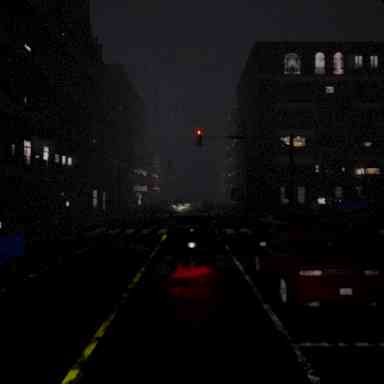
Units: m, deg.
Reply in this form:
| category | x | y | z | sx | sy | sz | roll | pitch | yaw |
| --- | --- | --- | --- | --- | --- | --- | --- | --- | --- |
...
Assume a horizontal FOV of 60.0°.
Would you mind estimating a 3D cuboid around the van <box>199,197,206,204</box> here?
| category | x | y | z | sx | sy | sz | roll | pitch | yaw |
| --- | --- | --- | --- | --- | --- | --- | --- | --- | --- |
| van | 2.732 | 2.195 | 84.670 | 1.690 | 1.788 | 3.998 | -1 | -1 | 0 |

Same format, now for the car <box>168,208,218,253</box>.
| category | x | y | z | sx | sy | sz | roll | pitch | yaw |
| --- | --- | --- | --- | --- | --- | --- | --- | --- | --- |
| car | 0.036 | 1.646 | 14.296 | 1.837 | 1.490 | 4.892 | 0 | 0 | 1 |

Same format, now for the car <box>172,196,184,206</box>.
| category | x | y | z | sx | sy | sz | roll | pitch | yaw |
| --- | --- | --- | --- | --- | --- | --- | --- | --- | --- |
| car | -2.957 | 1.951 | 72.918 | 2.150 | 2.045 | 5.566 | 0 | -1 | 0 |

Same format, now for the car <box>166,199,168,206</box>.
| category | x | y | z | sx | sy | sz | roll | pitch | yaw |
| --- | --- | --- | --- | --- | --- | --- | --- | --- | --- |
| car | -5.663 | 2.129 | 57.040 | 1.947 | 1.339 | 4.313 | 0 | -1 | 0 |

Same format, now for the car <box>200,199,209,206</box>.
| category | x | y | z | sx | sy | sz | roll | pitch | yaw |
| --- | --- | --- | --- | --- | --- | --- | --- | --- | --- |
| car | 2.728 | 2.287 | 73.613 | 2.008 | 1.369 | 4.403 | -1 | -1 | 0 |

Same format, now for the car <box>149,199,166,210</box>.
| category | x | y | z | sx | sy | sz | roll | pitch | yaw |
| --- | --- | --- | --- | --- | --- | --- | --- | --- | --- |
| car | -5.666 | 2.057 | 51.513 | 2.008 | 1.369 | 4.403 | 0 | -1 | 0 |

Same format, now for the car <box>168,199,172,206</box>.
| category | x | y | z | sx | sy | sz | roll | pitch | yaw |
| --- | --- | --- | --- | --- | --- | --- | --- | --- | --- |
| car | -5.657 | 2.118 | 68.097 | 1.967 | 1.590 | 4.097 | -1 | -1 | 0 |

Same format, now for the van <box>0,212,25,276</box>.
| category | x | y | z | sx | sy | sz | roll | pitch | yaw |
| --- | --- | --- | --- | --- | --- | --- | --- | --- | --- |
| van | -5.694 | 1.418 | 8.041 | 1.690 | 1.788 | 3.998 | 0 | -1 | 0 |

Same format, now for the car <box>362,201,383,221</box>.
| category | x | y | z | sx | sy | sz | roll | pitch | yaw |
| --- | --- | --- | --- | --- | --- | --- | --- | --- | --- |
| car | 15.778 | 1.573 | 25.224 | 4.313 | 1.339 | 1.947 | -1 | 1 | -1 |

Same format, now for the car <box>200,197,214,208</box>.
| category | x | y | z | sx | sy | sz | roll | pitch | yaw |
| --- | --- | --- | --- | --- | --- | --- | --- | --- | --- |
| car | 2.716 | 2.004 | 57.031 | 1.967 | 1.590 | 4.097 | -1 | -1 | 0 |

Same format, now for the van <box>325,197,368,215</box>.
| category | x | y | z | sx | sy | sz | roll | pitch | yaw |
| --- | --- | --- | --- | --- | --- | --- | --- | --- | --- |
| van | 15.662 | 1.360 | 33.600 | 3.998 | 1.788 | 1.690 | -1 | 1 | -1 |

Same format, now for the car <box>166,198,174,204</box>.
| category | x | y | z | sx | sy | sz | roll | pitch | yaw |
| --- | --- | --- | --- | --- | --- | --- | --- | --- | --- |
| car | -5.646 | 2.377 | 84.509 | 1.752 | 1.417 | 4.829 | -1 | -1 | 0 |

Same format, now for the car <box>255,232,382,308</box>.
| category | x | y | z | sx | sy | sz | roll | pitch | yaw |
| --- | --- | --- | --- | --- | --- | --- | --- | --- | --- |
| car | 2.688 | 1.622 | 8.033 | 1.887 | 1.381 | 4.507 | 0 | -1 | 0 |

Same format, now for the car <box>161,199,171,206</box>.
| category | x | y | z | sx | sy | sz | roll | pitch | yaw |
| --- | --- | --- | --- | --- | --- | --- | --- | --- | --- |
| car | -5.653 | 2.318 | 73.623 | 1.802 | 1.307 | 4.206 | -1 | -1 | 0 |
